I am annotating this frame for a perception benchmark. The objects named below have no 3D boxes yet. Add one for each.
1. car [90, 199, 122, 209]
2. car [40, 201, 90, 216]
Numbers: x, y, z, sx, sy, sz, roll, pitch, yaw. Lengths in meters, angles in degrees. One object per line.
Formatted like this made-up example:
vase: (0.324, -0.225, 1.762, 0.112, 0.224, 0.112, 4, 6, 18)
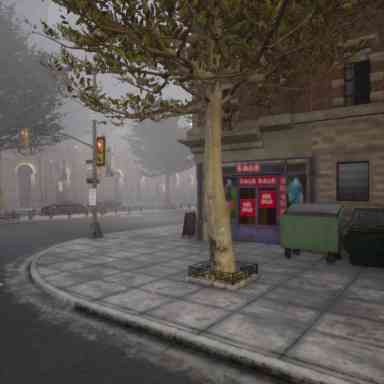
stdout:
car: (-11.936, 1.594, 45.181, 1.895, 1.301, 4.718, 0, 0, 36)
car: (-12.701, 1.563, 32.894, 1.994, 1.385, 4.181, 0, 0, 36)
